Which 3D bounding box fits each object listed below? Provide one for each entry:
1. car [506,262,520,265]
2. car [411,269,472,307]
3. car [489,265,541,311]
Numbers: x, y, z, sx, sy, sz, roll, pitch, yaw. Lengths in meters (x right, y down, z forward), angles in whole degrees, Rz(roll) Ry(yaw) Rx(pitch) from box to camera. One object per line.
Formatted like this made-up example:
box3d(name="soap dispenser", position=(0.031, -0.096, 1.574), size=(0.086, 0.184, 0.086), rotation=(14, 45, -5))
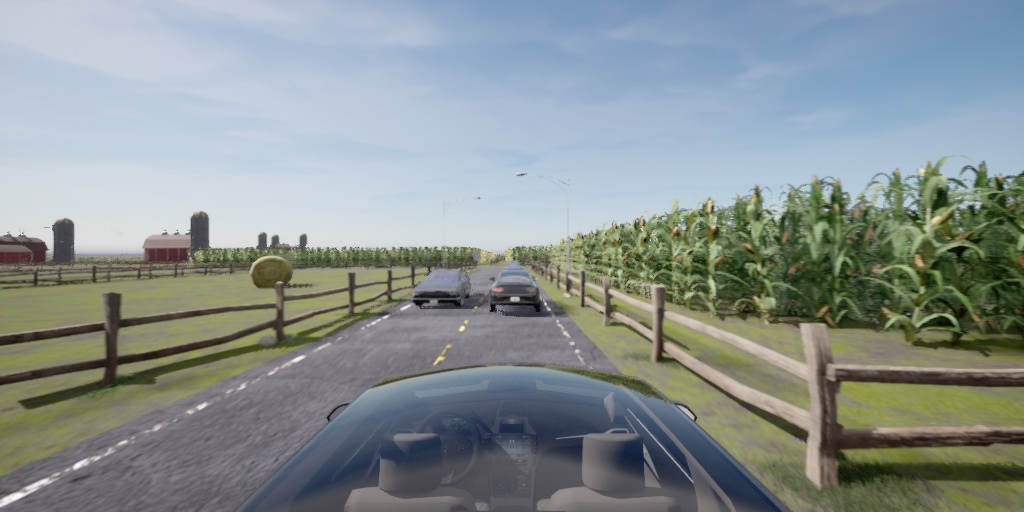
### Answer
box3d(name="car", position=(0.106, 1.298, 33.034), size=(2.033, 1.411, 5.357), rotation=(0, 0, 0))
box3d(name="car", position=(-2.848, 1.297, 15.762), size=(2.033, 1.411, 5.357), rotation=(0, 0, 0))
box3d(name="car", position=(0.103, 1.275, 14.230), size=(1.812, 1.442, 4.674), rotation=(0, 0, 0))
